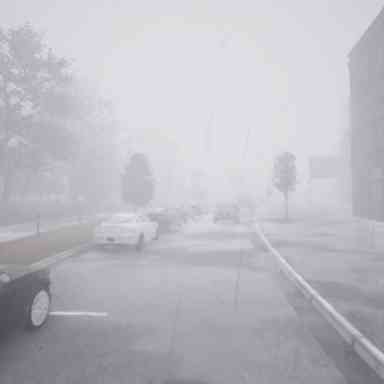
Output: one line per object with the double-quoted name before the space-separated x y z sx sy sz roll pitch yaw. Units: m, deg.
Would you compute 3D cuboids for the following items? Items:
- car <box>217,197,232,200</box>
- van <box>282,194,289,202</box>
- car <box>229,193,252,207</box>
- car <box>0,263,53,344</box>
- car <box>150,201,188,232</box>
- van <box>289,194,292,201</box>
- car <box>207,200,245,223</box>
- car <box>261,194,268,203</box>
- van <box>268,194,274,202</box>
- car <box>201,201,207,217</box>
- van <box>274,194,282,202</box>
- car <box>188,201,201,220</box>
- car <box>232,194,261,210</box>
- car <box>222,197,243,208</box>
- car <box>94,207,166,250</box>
"car" 4.600 1.602 47.906 2.231 1.521 4.892 -4 -1 20
"van" 21.860 1.464 83.053 1.878 1.987 4.442 -4 -1 32
"car" 8.586 1.357 58.390 2.435 2.045 5.566 -4 -1 23
"car" -3.526 1.482 3.939 2.097 1.535 5.008 1 0 4
"car" -1.908 1.565 20.624 2.097 1.535 5.008 -1 0 9
"van" 25.009 1.494 87.659 1.878 1.987 4.442 -4 -1 34
"car" 2.762 1.593 25.856 2.033 1.411 5.357 0 0 11
"car" 13.419 1.621 68.647 1.946 1.575 5.366 -4 -1 29
"van" 16.017 1.417 73.516 1.878 1.987 4.442 -4 -1 27
"car" 0.289 1.569 32.456 2.097 1.535 5.008 -1 0 13
"van" 18.857 1.438 78.336 1.878 1.987 4.442 -4 -1 32
"car" -0.999 1.562 26.261 2.231 1.521 4.892 -1 0 11
"car" 7.206 1.285 43.496 2.150 2.045 5.566 -1 0 18
"car" 6.502 1.606 53.164 2.231 1.521 4.892 -4 -1 21
"car" -2.701 1.584 14.441 2.002 1.452 4.674 -1 0 7
